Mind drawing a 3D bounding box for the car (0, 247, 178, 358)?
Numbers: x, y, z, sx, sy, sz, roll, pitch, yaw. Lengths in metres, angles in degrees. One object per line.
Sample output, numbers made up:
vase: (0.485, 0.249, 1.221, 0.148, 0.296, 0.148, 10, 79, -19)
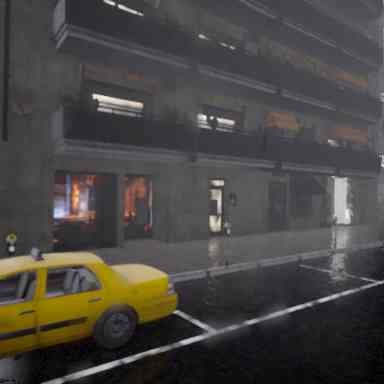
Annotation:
car: (-2.514, 1.531, 4.757, 4.829, 1.417, 1.752, 1, 0, -36)
